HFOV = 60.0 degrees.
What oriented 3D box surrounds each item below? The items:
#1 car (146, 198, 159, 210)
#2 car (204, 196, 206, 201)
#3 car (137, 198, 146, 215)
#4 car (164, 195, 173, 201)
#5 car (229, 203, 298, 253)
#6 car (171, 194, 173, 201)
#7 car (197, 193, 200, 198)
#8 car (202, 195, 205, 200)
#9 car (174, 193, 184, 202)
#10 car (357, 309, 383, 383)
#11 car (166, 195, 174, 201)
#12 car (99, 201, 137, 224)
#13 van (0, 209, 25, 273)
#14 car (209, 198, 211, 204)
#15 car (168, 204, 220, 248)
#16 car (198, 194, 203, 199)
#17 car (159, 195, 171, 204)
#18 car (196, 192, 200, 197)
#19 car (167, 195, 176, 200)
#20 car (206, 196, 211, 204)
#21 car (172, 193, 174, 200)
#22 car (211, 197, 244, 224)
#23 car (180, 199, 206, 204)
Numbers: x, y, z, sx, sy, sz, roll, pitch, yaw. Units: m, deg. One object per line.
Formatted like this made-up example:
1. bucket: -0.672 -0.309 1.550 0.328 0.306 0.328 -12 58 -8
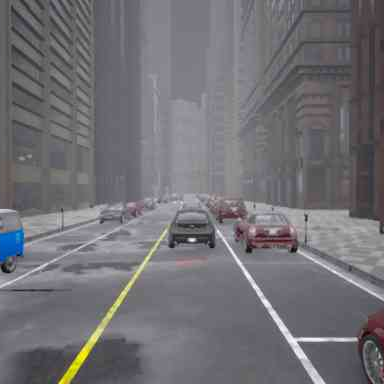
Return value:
1. car: -5.678 1.427 41.723 1.967 1.590 4.097 -1 0 0
2. car: 3.149 1.510 48.644 1.812 1.442 4.674 0 0 0
3. car: -5.676 1.536 30.474 1.887 1.381 4.507 -1 0 0
4. car: -5.676 1.505 81.097 1.887 1.381 4.507 -1 0 0
5. car: 2.847 1.435 13.608 1.967 1.590 4.097 -1 0 0
6. car: -5.676 1.516 69.847 1.887 1.381 4.507 -1 0 0
7. car: 2.850 1.486 81.272 1.752 1.417 4.829 -1 0 0
8. car: 3.149 1.506 55.645 1.812 1.442 4.674 0 0 0
9. car: -3.000 1.475 75.930 2.033 1.411 5.357 0 0 0
10. car: 2.849 1.580 2.360 1.802 1.307 4.206 -1 0 0
11. car: -5.676 1.498 86.721 1.887 1.381 4.507 -1 0 0
12. car: -5.677 1.543 24.849 2.008 1.369 4.403 -1 0 0
13. van: -5.679 1.337 7.975 1.690 1.788 3.998 -1 0 0
14. car: 2.849 1.516 30.652 1.752 1.417 4.829 -1 0 0
15. car: 0.000 1.513 14.651 1.837 1.490 4.892 0 0 0
16. car: 2.850 1.554 69.853 1.802 1.307 4.206 -1 0 0
17. car: -5.676 1.541 64.221 1.947 1.339 4.313 -1 0 0
18. car: 2.850 1.496 92.351 2.008 1.369 4.403 -1 0 0
19. car: -5.676 1.496 92.346 2.008 1.369 4.403 -1 0 0
20. car: 2.848 1.429 36.106 1.967 1.590 4.097 -1 0 0
21. car: -5.676 1.511 75.472 1.887 1.381 4.507 -1 0 0
22. car: 2.846 1.308 24.857 2.192 1.841 5.009 -1 0 0
23. car: 0.000 1.609 29.682 1.895 1.301 4.718 0 0 0
